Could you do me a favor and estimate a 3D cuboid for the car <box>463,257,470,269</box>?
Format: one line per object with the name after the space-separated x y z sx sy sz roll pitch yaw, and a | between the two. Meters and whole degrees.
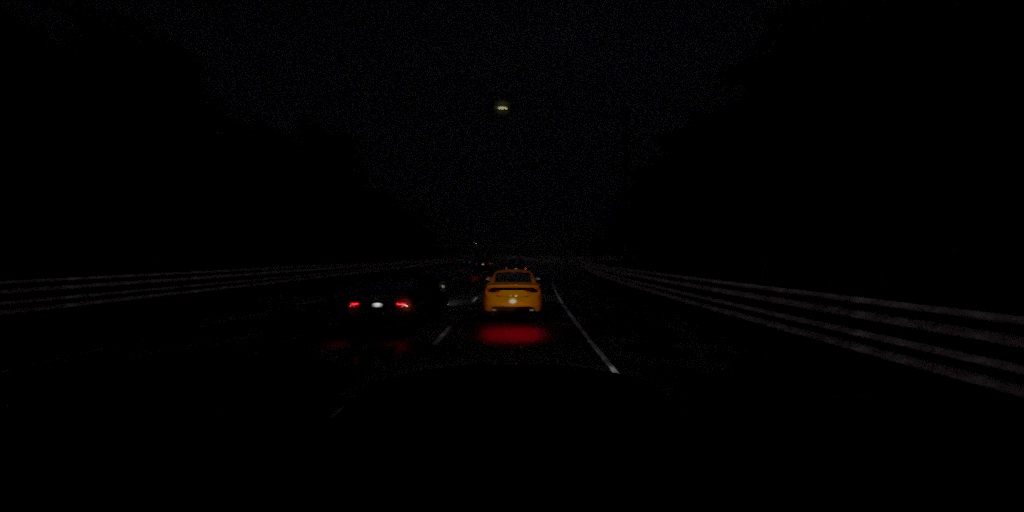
-6.020 0.983 53.408 2.097 1.767 4.553 0 0 1 | car

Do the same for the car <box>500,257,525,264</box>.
0.364 1.055 31.267 2.097 1.767 4.553 0 0 1 | car

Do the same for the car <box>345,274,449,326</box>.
-3.379 1.287 11.569 2.033 1.411 5.357 0 0 1 | car

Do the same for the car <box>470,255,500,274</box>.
-2.859 0.898 39.006 2.150 2.045 5.566 0 0 1 | car

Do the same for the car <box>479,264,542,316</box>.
0.047 1.219 13.388 1.882 1.535 5.008 0 0 1 | car
